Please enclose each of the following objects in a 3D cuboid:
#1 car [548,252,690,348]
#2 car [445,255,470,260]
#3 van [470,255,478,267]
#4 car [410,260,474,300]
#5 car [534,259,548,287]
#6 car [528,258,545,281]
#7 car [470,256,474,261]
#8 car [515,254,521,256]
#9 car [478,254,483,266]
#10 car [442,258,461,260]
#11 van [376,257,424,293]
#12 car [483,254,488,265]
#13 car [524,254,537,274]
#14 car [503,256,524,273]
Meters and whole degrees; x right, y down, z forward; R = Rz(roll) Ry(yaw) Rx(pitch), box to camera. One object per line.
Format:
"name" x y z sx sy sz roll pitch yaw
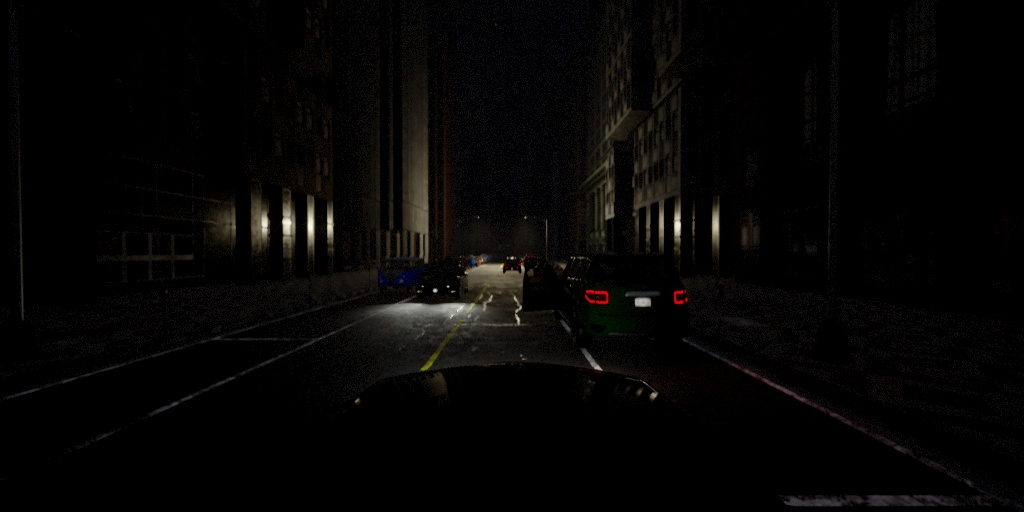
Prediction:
"car" 2.379 0.915 9.212 2.150 2.045 5.566 0 0 0
"car" -5.834 0.809 36.028 2.192 1.841 5.009 0 0 0
"van" -5.858 0.752 47.302 1.690 1.789 3.998 0 0 0
"car" -3.131 1.141 17.007 1.837 1.490 4.892 0 0 0
"car" 2.714 1.103 24.954 1.751 1.417 4.829 0 0 0
"car" 2.703 1.087 30.421 2.007 1.370 4.403 0 0 0
"car" -5.846 0.998 41.665 1.888 1.381 4.507 0 0 0
"car" -0.063 0.882 50.039 2.128 1.511 4.902 0 0 0
"car" -5.870 0.809 52.938 1.967 1.591 4.097 0 0 0
"car" -5.822 1.102 30.392 1.948 1.339 4.313 0 0 0
"van" -5.799 0.961 19.119 1.690 1.789 3.998 0 0 0
"car" -5.893 0.726 64.211 1.967 1.591 4.097 0 0 0
"car" 2.679 0.892 41.692 1.967 1.591 4.097 0 0 0
"car" 0.004 1.011 37.333 1.812 1.442 4.674 0 1 0
